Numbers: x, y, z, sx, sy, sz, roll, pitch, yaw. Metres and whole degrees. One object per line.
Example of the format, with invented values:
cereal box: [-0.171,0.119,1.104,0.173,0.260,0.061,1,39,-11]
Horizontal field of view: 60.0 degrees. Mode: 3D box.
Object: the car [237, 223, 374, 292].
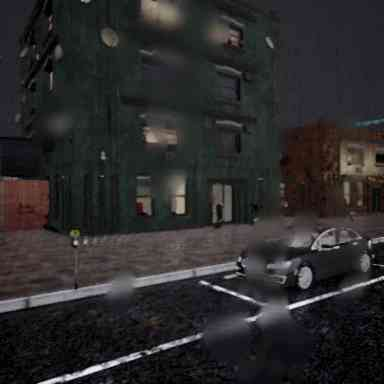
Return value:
car: [3.120,1.538,8.790,4.403,1.369,2.008,0,0,-36]
